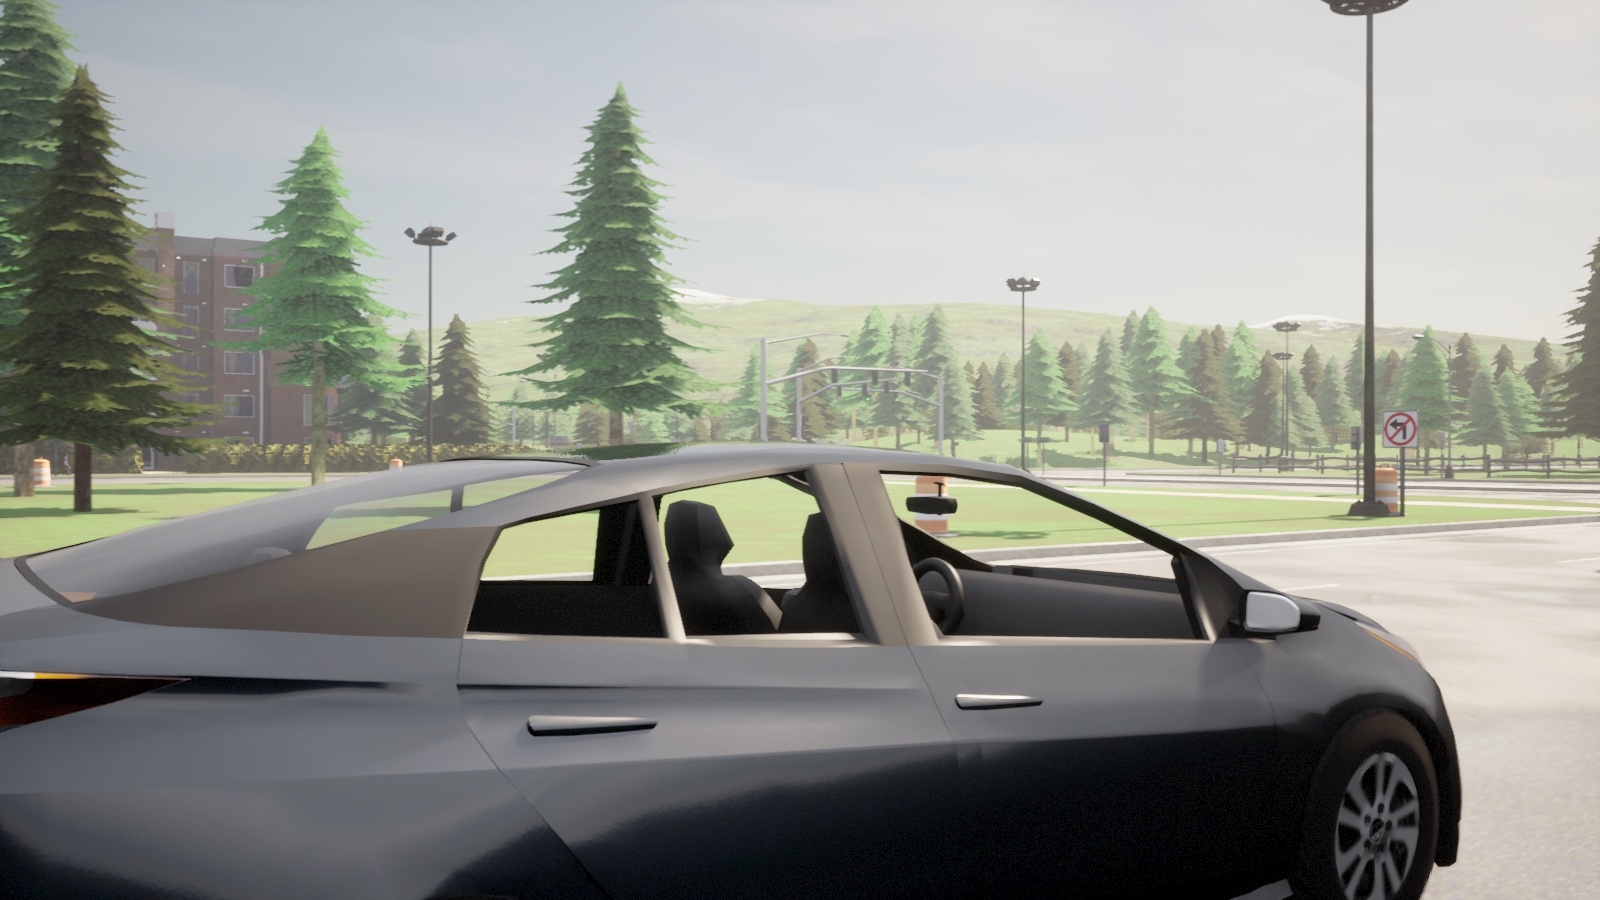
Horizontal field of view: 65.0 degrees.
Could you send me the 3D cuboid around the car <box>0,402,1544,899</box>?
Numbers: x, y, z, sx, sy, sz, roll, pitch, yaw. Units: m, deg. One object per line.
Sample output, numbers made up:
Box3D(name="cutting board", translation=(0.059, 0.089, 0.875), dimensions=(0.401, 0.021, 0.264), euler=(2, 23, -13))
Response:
Box3D(name="car", translation=(0.028, 0.701, 3.679), dimensions=(4.514, 1.525, 2.007), euler=(0, 0, -35))
